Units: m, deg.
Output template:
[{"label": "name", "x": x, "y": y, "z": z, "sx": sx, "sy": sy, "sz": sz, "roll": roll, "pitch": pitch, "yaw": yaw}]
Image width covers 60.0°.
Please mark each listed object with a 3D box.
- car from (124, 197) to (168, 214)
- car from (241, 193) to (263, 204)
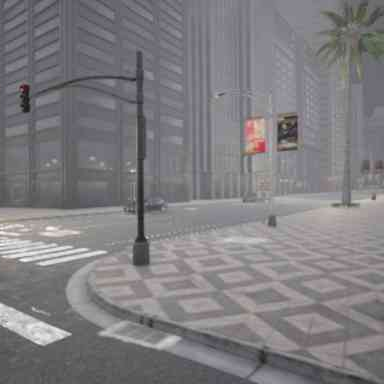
[{"label": "car", "x": -4.351, "y": 1.318, "z": 32.048, "sx": 1.837, "sy": 1.490, "sz": 4.892, "roll": -1, "pitch": 1, "yaw": 36}, {"label": "car", "x": 9.366, "y": 0.960, "z": 51.046, "sx": 1.837, "sy": 1.490, "sz": 4.892, "roll": -1, "pitch": 0, "yaw": 36}]
